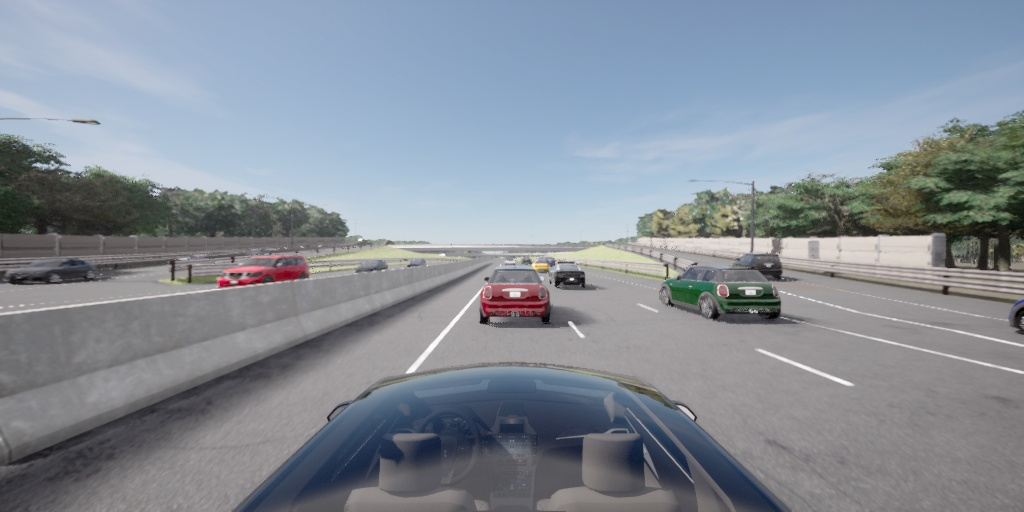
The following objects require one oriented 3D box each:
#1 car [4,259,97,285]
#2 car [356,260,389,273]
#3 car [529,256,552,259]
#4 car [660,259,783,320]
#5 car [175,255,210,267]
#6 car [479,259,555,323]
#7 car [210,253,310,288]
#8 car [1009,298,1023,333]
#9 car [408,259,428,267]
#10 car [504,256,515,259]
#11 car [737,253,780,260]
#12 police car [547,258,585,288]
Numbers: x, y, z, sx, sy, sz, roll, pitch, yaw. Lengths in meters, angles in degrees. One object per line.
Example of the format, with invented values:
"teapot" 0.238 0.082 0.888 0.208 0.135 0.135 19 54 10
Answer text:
"car" -29.720 0.953 23.337 1.837 1.490 4.892 0 1 -19
"car" -14.227 1.188 36.867 1.882 1.535 5.008 0 0 0
"car" 3.410 1.119 43.901 1.801 1.575 5.366 0 0 0
"car" 7.082 1.103 12.770 2.097 1.767 4.553 0 0 0
"car" -34.777 0.557 39.227 1.895 1.301 4.718 0 2 -16
"car" 0.084 1.103 12.244 2.097 1.767 4.553 0 0 0
"car" -14.143 0.976 20.989 2.150 2.045 5.566 0 0 0
"car" 13.289 1.131 7.073 2.097 1.767 4.553 2 0 14
"car" -14.346 1.134 55.026 2.033 1.411 5.357 0 0 0
"car" -0.399 1.146 63.902 1.895 1.301 4.718 0 0 -1
"car" 20.187 0.763 29.632 2.150 2.045 5.566 0 2 17
"police car" 3.543 1.178 23.864 1.930 1.638 5.238 0 0 0
